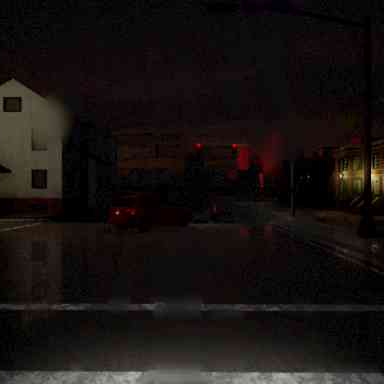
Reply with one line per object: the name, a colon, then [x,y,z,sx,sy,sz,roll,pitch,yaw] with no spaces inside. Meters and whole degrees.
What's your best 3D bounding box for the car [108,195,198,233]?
car: [-2.384,1.222,20.031,2.150,2.045,5.566,1,1,38]
